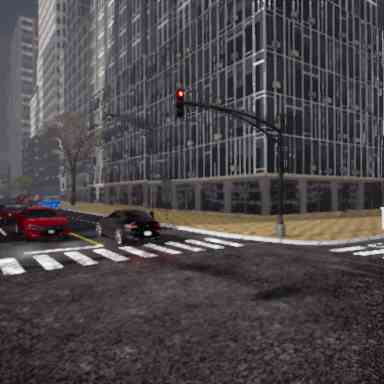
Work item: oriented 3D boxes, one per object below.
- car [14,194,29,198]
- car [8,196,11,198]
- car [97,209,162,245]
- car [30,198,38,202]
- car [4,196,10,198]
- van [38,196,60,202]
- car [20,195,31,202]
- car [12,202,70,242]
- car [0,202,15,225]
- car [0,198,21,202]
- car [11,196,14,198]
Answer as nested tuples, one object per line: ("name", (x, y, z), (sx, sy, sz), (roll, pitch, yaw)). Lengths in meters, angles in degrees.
("car", (-30.784, 1.358, 61.149), (2.192, 1.841, 5.009), (1, 0, -34))
("car", (-40.384, 1.600, 75.240), (2.008, 1.369, 4.403), (1, 0, -34))
("car", (-3.032, 1.538, 15.656), (1.812, 1.442, 4.674), (0, 0, -32))
("car", (-21.186, 1.618, 47.055), (1.802, 1.307, 4.206), (1, 0, -34))
("car", (-24.639, 1.606, 41.911), (1.994, 1.385, 4.181), (0, 0, -34))
("van", (-17.985, 1.374, 42.358), (1.690, 1.788, 3.998), (1, 0, -34))
("car", (-27.585, 1.623, 56.451), (1.802, 1.307, 4.206), (1, 0, -34))
("car", (-7.646, 1.496, 16.867), (1.882, 1.535, 5.008), (0, 0, -34))
("car", (-12.849, 1.627, 24.521), (1.895, 1.301, 4.718), (0, 0, -34))
("car", (-18.474, 1.598, 32.787), (1.994, 1.385, 4.181), (0, 0, -34))
("car", (-33.985, 1.485, 65.846), (1.967, 1.590, 4.097), (1, 0, -34))
